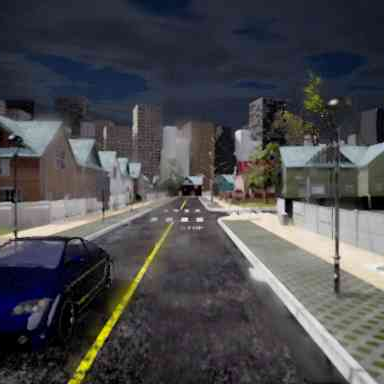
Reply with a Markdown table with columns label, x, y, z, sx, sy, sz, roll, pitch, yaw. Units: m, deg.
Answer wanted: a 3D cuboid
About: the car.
| label | x | y | z | sx | sy | sz | roll | pitch | yaw |
| --- | --- | --- | --- | --- | --- | --- | --- | --- | --- |
| car | -2.823 | 1.535 | 6.157 | 1.994 | 1.385 | 4.181 | 0 | 0 | 0 |
